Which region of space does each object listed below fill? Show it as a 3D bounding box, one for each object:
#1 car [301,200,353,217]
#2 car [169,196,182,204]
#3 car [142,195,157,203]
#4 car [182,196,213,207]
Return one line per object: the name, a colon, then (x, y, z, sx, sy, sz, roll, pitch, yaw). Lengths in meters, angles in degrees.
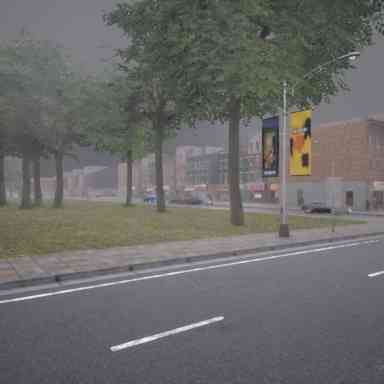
car: (13.010, 1.580, 32.292, 2.128, 1.511, 4.902, 1, 0, -36)
car: (-2.296, 1.380, 58.695, 2.128, 1.511, 4.902, 1, 0, -35)
car: (-8.301, 1.332, 67.009, 1.882, 1.535, 5.008, 1, 0, -36)
car: (1.118, 1.411, 48.950, 2.128, 1.511, 4.902, 1, 0, -35)
